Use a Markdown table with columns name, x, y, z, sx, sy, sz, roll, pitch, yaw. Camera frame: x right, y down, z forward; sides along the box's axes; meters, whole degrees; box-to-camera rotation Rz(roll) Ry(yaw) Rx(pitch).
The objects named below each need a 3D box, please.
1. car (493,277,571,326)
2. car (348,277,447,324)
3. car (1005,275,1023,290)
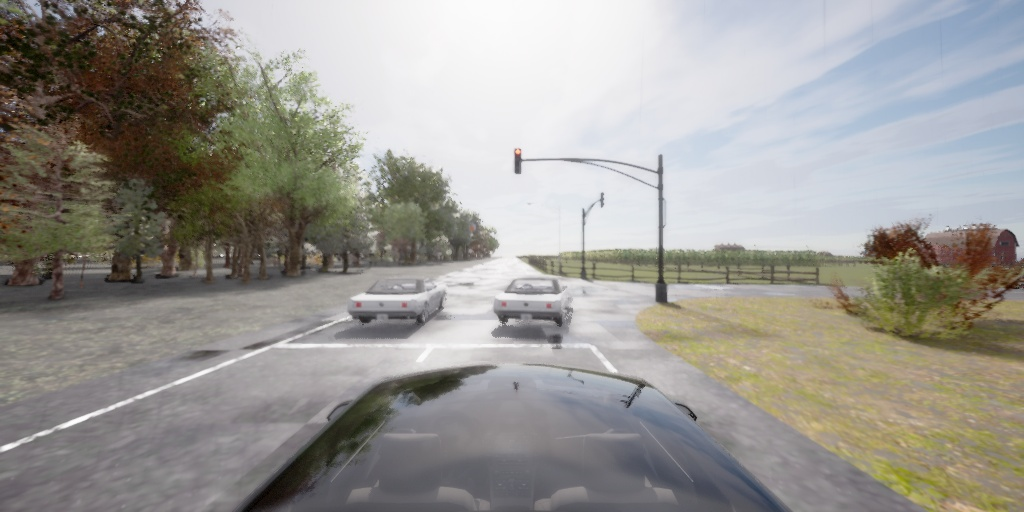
| name | x | y | z | sx | sy | sz | roll | pitch | yaw |
| --- | --- | --- | --- | --- | --- | --- | --- | --- | --- |
| car | 0.870 | 1.324 | 11.713 | 1.895 | 1.301 | 4.718 | 0 | 0 | 12 |
| car | -3.427 | 1.324 | 11.761 | 1.895 | 1.301 | 4.718 | 0 | 0 | 0 |
| car | 36.914 | 1.705 | 24.601 | 4.181 | 1.385 | 1.994 | 1 | -1 | 0 |
